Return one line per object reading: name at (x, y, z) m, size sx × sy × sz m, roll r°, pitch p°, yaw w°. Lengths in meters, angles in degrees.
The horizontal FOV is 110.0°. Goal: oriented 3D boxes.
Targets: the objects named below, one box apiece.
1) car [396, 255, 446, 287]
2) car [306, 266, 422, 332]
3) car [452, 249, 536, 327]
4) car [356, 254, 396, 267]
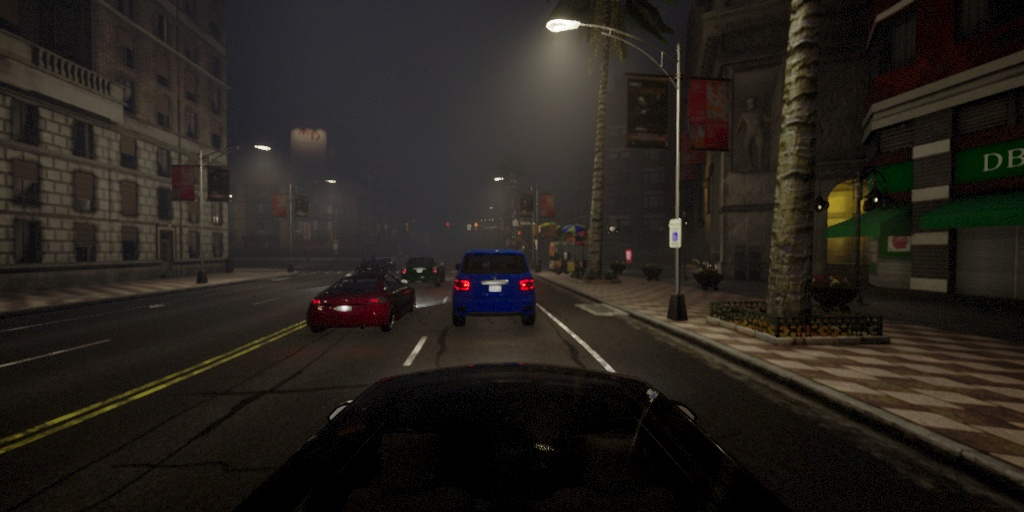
car at (-5.101, 0.778, 21.051) m, size 2.097 × 1.767 × 4.553 m, roll 0°, pitch 1°, yaw -6°
car at (-4.058, 1.166, 10.315) m, size 1.994 × 1.385 × 4.181 m, roll 0°, pitch 1°, yaw -5°
car at (-0.596, 0.815, 11.106) m, size 2.150 × 2.045 × 5.566 m, roll 0°, pitch 1°, yaw -4°
car at (-9.030, 0.578, 24.126) m, size 1.994 × 1.385 × 4.181 m, roll 0°, pitch 1°, yaw -6°
